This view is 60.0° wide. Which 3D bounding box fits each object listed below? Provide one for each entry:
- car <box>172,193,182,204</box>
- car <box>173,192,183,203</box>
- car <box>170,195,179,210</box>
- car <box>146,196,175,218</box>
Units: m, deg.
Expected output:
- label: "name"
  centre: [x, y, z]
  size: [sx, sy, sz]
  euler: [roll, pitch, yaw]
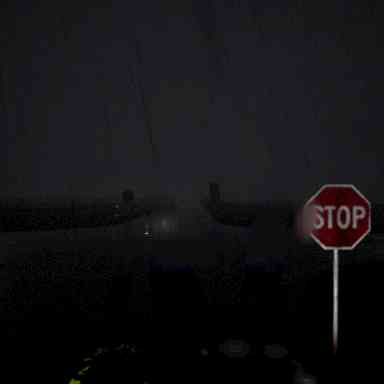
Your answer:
- label: "car"
  centre: [-2.889, 1.371, 50.122]
  size: [1.882, 1.535, 5.008]
  euler: [0, 0, 0]
- label: "car"
  centre: [-2.860, 1.072, 61.476]
  size: [2.150, 2.045, 5.566]
  euler: [0, 1, 0]
- label: "car"
  centre: [-2.887, 1.434, 39.669]
  size: [1.837, 1.490, 4.892]
  euler: [0, 0, 0]
- label: "car"
  centre: [-2.913, 1.433, 29.973]
  size: [1.882, 1.535, 5.008]
  euler: [0, 0, 1]
